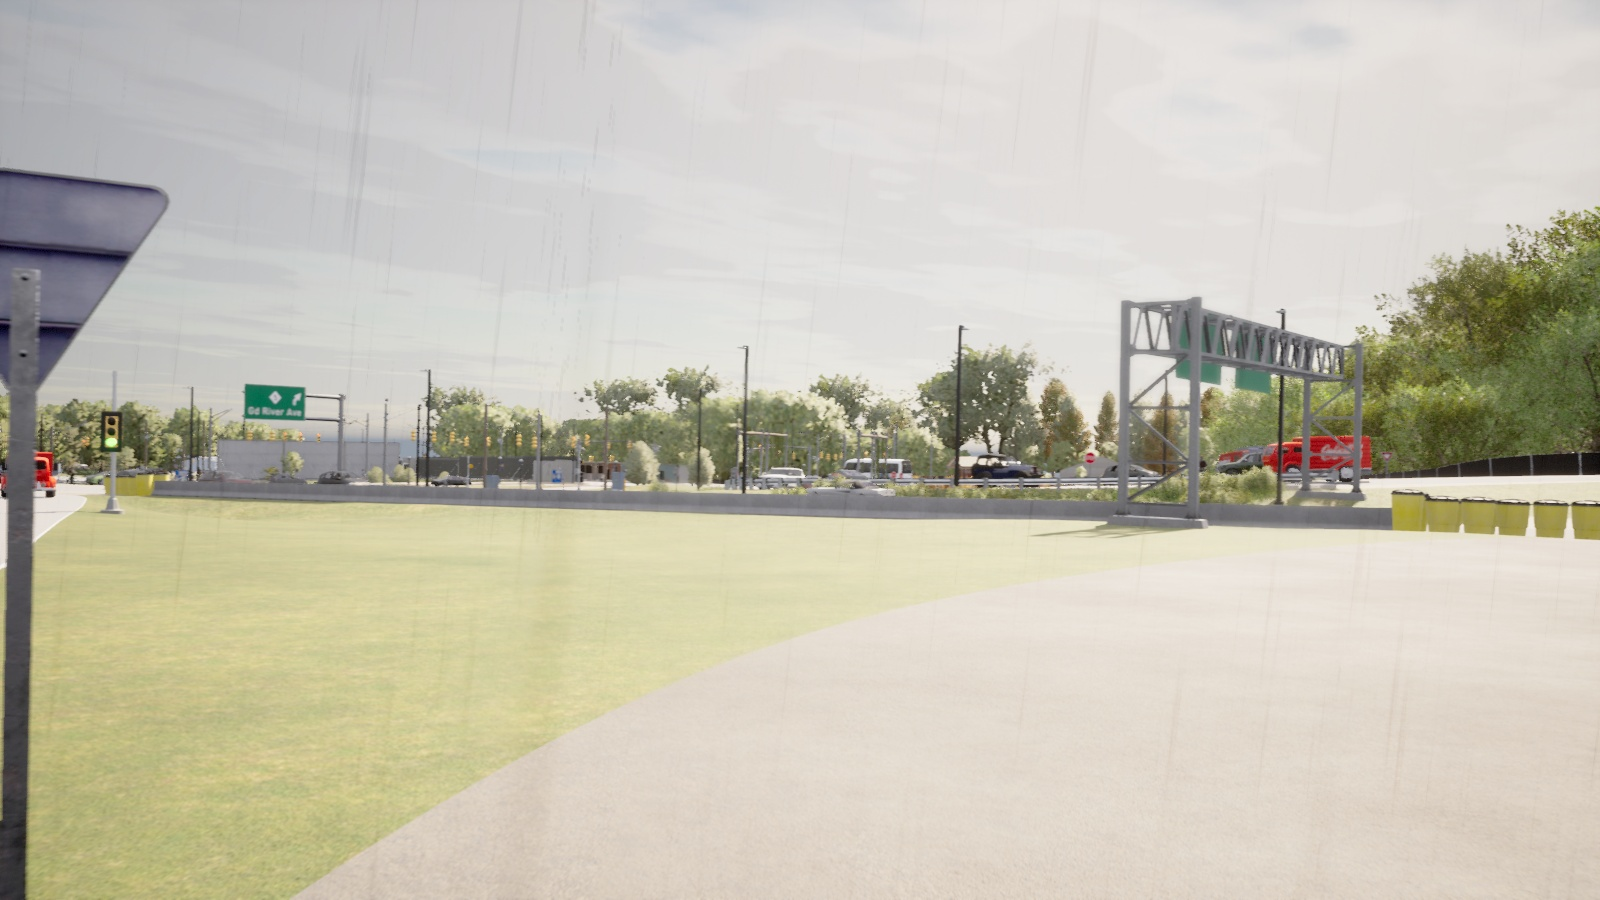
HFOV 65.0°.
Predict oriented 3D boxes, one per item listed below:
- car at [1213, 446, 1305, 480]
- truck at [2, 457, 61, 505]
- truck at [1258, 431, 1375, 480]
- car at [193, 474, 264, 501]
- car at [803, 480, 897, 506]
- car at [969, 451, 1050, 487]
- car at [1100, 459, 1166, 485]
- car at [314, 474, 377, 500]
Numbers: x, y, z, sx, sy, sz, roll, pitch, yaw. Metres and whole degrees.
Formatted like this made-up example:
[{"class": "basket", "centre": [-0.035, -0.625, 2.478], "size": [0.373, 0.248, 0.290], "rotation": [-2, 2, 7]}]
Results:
[{"class": "car", "centre": [31.483, 0.940, 86.362], "size": [5.566, 2.045, 2.150], "rotation": [-3, -2, 10]}, {"class": "truck", "centre": [-41.610, 1.680, 67.933], "size": [2.627, 2.467, 5.204], "rotation": [1, -2, -32]}, {"class": "truck", "centre": [27.742, 0.294, 67.646], "size": [5.204, 2.467, 2.627], "rotation": [-2, 0, 2]}, {"class": "car", "centre": [-37.321, 2.427, 82.008], "size": [4.856, 1.649, 2.033], "rotation": [-1, -1, 35]}, {"class": "car", "centre": [2.657, 2.258, 66.734], "size": [4.718, 1.301, 1.895], "rotation": [-1, -1, 35]}, {"class": "car", "centre": [11.392, 1.044, 68.398], "size": [3.866, 1.878, 1.905], "rotation": [-2, -2, 31]}, {"class": "car", "centre": [23.409, 1.536, 88.325], "size": [3.988, 1.617, 1.851], "rotation": [-4, -3, 36]}, {"class": "car", "centre": [-29.128, 2.347, 80.527], "size": [3.988, 1.617, 1.851], "rotation": [-1, -1, 35]}]
